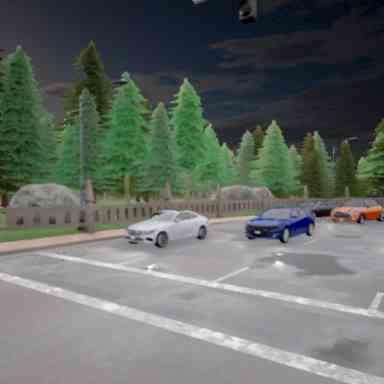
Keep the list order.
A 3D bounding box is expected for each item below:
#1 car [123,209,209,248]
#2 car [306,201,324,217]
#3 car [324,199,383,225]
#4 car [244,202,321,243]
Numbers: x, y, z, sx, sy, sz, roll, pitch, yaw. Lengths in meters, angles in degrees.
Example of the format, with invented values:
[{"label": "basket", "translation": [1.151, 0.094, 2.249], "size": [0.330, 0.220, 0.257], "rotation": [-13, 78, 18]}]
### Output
[{"label": "car", "translation": [-0.979, 1.536, 15.142], "size": [1.812, 1.442, 4.674], "rotation": [0, 0, 37]}, {"label": "car", "translation": [9.791, 1.485, 26.884], "size": [4.902, 1.511, 2.128], "rotation": [0, 0, -38]}, {"label": "car", "translation": [12.032, 1.335, 24.220], "size": [4.553, 1.767, 2.097], "rotation": [0, 0, -38]}, {"label": "car", "translation": [4.405, 1.471, 16.327], "size": [1.882, 1.535, 5.008], "rotation": [0, 0, 39]}]
